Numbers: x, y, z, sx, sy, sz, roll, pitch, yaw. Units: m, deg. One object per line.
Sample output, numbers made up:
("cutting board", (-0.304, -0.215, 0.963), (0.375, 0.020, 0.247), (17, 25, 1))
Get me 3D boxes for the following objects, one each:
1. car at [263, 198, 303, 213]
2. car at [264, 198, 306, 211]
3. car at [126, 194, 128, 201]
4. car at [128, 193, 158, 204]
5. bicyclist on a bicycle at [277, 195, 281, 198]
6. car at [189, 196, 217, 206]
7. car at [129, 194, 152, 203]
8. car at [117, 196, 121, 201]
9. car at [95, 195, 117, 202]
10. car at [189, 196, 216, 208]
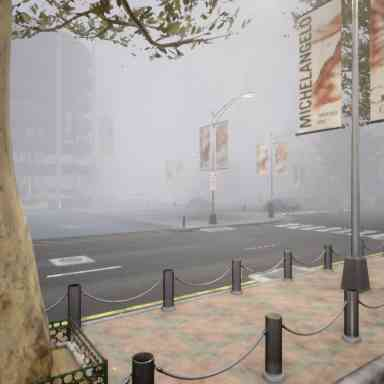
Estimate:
("car", (10.072, 1.564, 37.397), (1.994, 1.385, 4.181), (0, 0, -35))
("car", (11.502, 1.492, 41.439), (2.128, 1.511, 4.902), (0, 0, -35))
("car", (-11.117, 1.223, 68.472), (5.566, 2.045, 2.150), (0, 0, 34))
("car", (-8.751, 1.223, 62.082), (5.566, 2.045, 2.150), (0, 0, 40))
("bicyclist on a bicycle", (15.756, 1.300, 60.497), (1.656, 1.620, 0.582), (0, 0, -36))
("car", (1.769, 1.492, 55.065), (2.128, 1.511, 4.902), (0, 0, -37))
("car", (-11.219, 1.355, 72.603), (4.553, 1.767, 2.097), (0, 0, 26))
("car", (-19.495, 1.418, 79.685), (5.008, 1.535, 1.882), (0, 0, 12))
("car", (-20.459, 1.450, 76.320), (4.892, 1.490, 1.837), (0, 0, 12))
("car", (1.581, 1.477, 49.385), (1.882, 1.535, 5.008), (0, 0, -36))
